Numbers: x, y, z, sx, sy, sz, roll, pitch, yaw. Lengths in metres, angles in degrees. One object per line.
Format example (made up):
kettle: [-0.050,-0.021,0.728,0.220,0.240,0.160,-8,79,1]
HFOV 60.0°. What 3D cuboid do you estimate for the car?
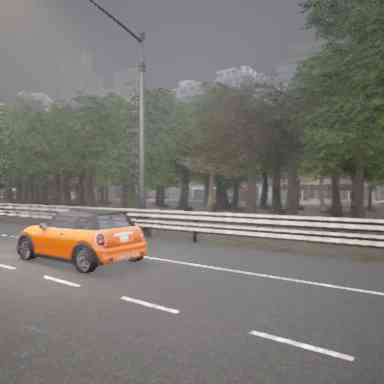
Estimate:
car: [-3.677,1.352,10.802,4.553,1.767,2.097,0,0,36]
